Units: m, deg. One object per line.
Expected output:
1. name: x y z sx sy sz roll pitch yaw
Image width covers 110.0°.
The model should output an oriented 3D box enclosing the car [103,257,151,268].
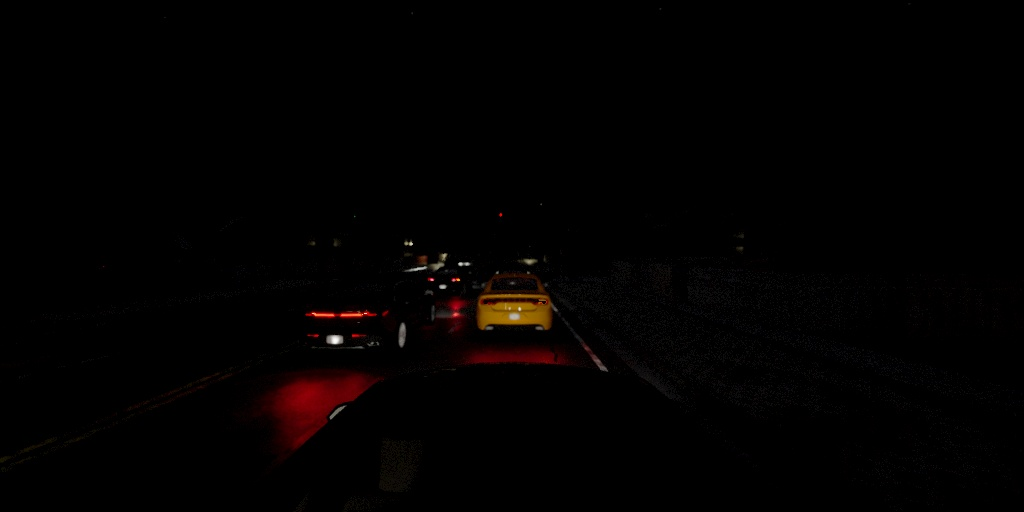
1. car: -33.079 1.131 31.898 5.566 2.045 2.150 0 0 4

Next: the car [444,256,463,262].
1. car: -9.801 0.928 58.125 2.128 1.511 4.902 0 1 0

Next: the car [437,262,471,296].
1. car: -3.213 1.257 19.070 1.812 1.442 4.674 0 0 1

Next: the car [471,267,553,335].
1. car: 0.081 1.233 10.640 1.882 1.535 5.008 0 0 1

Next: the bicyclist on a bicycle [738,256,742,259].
1. bicyclist on a bicycle: 18.461 0.852 28.920 0.582 1.620 1.656 0 0 -2

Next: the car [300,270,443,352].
1. car: -3.179 1.260 8.885 1.837 1.490 4.892 0 0 0

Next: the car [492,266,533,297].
1. car: 0.044 1.293 19.528 1.994 1.385 4.181 0 0 1
